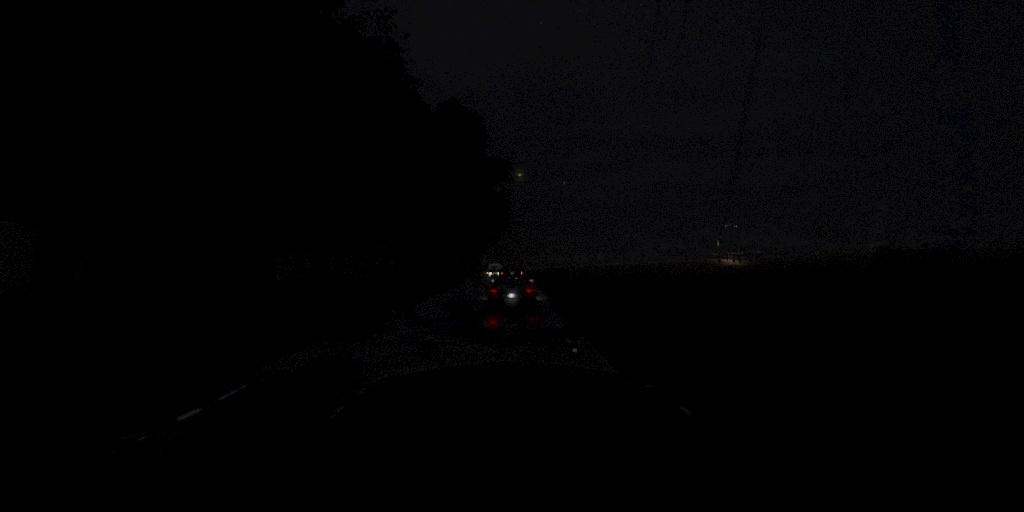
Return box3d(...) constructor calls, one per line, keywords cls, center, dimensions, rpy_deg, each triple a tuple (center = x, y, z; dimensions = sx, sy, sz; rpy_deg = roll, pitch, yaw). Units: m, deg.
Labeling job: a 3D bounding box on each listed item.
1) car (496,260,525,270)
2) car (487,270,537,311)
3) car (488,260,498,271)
box3d(cls="car", center=(0.014, 1.436, 30.283), dimensions=(2.097, 1.767, 4.553), rpy_deg=(0, -1, 0))
box3d(cls="car", center=(0.017, 1.462, 15.262), dimensions=(1.994, 1.385, 4.181), rpy_deg=(0, -1, 1))
box3d(cls="car", center=(-2.828, 1.732, 60.589), dimensions=(2.150, 2.045, 5.566), rpy_deg=(0, -1, 0))
